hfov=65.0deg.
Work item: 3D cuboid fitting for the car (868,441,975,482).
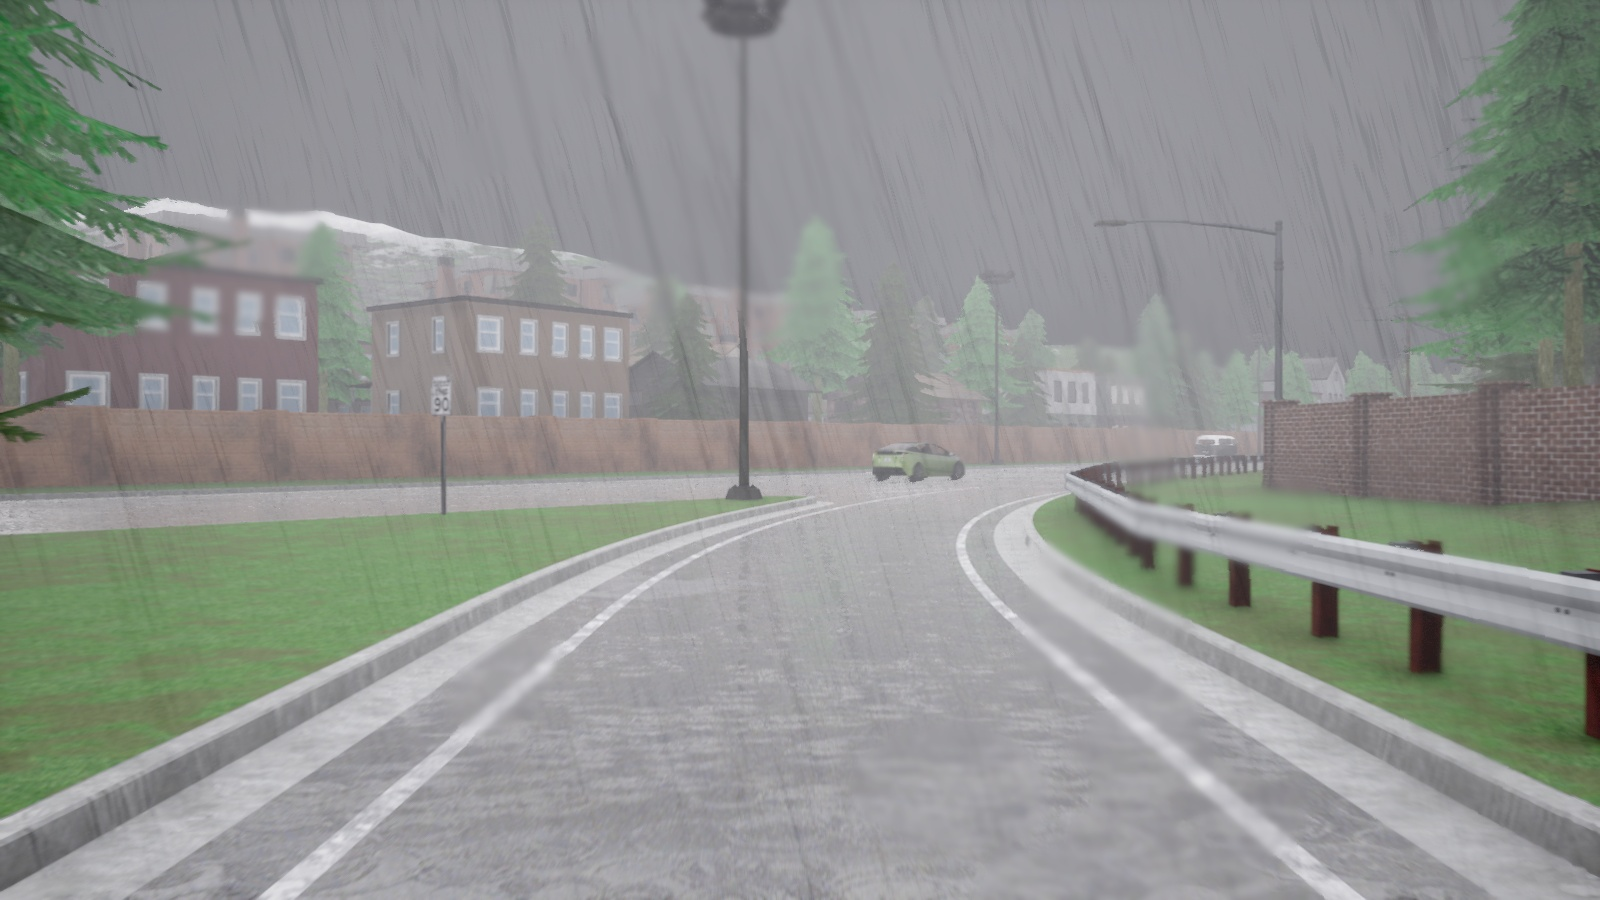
[{"bbox_3d":[4.764,0.422,48.881,2.007,1.525,4.514,0,0,39],"label":"car"}]

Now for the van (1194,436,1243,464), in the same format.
[{"bbox_3d":[31.010,-0.028,93.019,2.069,2.038,4.480,0,1,39],"label":"van"}]
